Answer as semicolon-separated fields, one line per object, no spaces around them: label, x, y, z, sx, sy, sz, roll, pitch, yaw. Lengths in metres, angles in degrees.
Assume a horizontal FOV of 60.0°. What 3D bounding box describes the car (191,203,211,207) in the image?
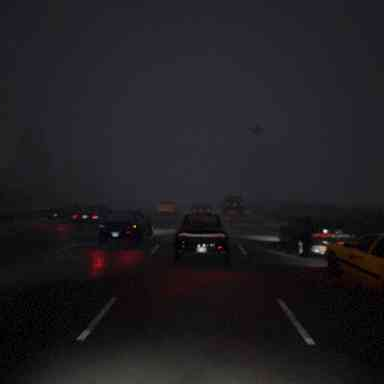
car;0.881;1.744;32.344;1.895;1.301;4.718;1;0;2

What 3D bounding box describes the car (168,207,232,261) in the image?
car;0.359;1.547;12.517;2.128;1.511;4.902;1;0;2

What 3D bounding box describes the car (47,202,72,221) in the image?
car;-9.790;1.493;26.285;1.812;1.442;4.674;1;0;1

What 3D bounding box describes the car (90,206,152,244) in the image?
car;-3.055;1.546;15.811;1.812;1.442;4.674;1;0;2

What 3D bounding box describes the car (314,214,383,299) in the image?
car;4.681;1.553;7.551;1.801;1.575;5.366;1;0;2

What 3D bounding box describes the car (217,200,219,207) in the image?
car;4.693;1.611;47.969;2.097;1.767;4.553;1;0;2

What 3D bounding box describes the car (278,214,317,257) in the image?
car;4.833;1.628;13.359;1.837;1.490;4.892;1;0;2

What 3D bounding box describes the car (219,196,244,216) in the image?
car;4.418;1.430;36.325;2.150;2.045;5.566;1;0;3

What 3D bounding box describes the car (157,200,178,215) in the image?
car;-2.541;1.584;35.340;1.882;1.535;5.008;1;0;2

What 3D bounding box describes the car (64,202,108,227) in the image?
car;-6.381;1.548;22.473;2.033;1.411;5.357;1;0;2
